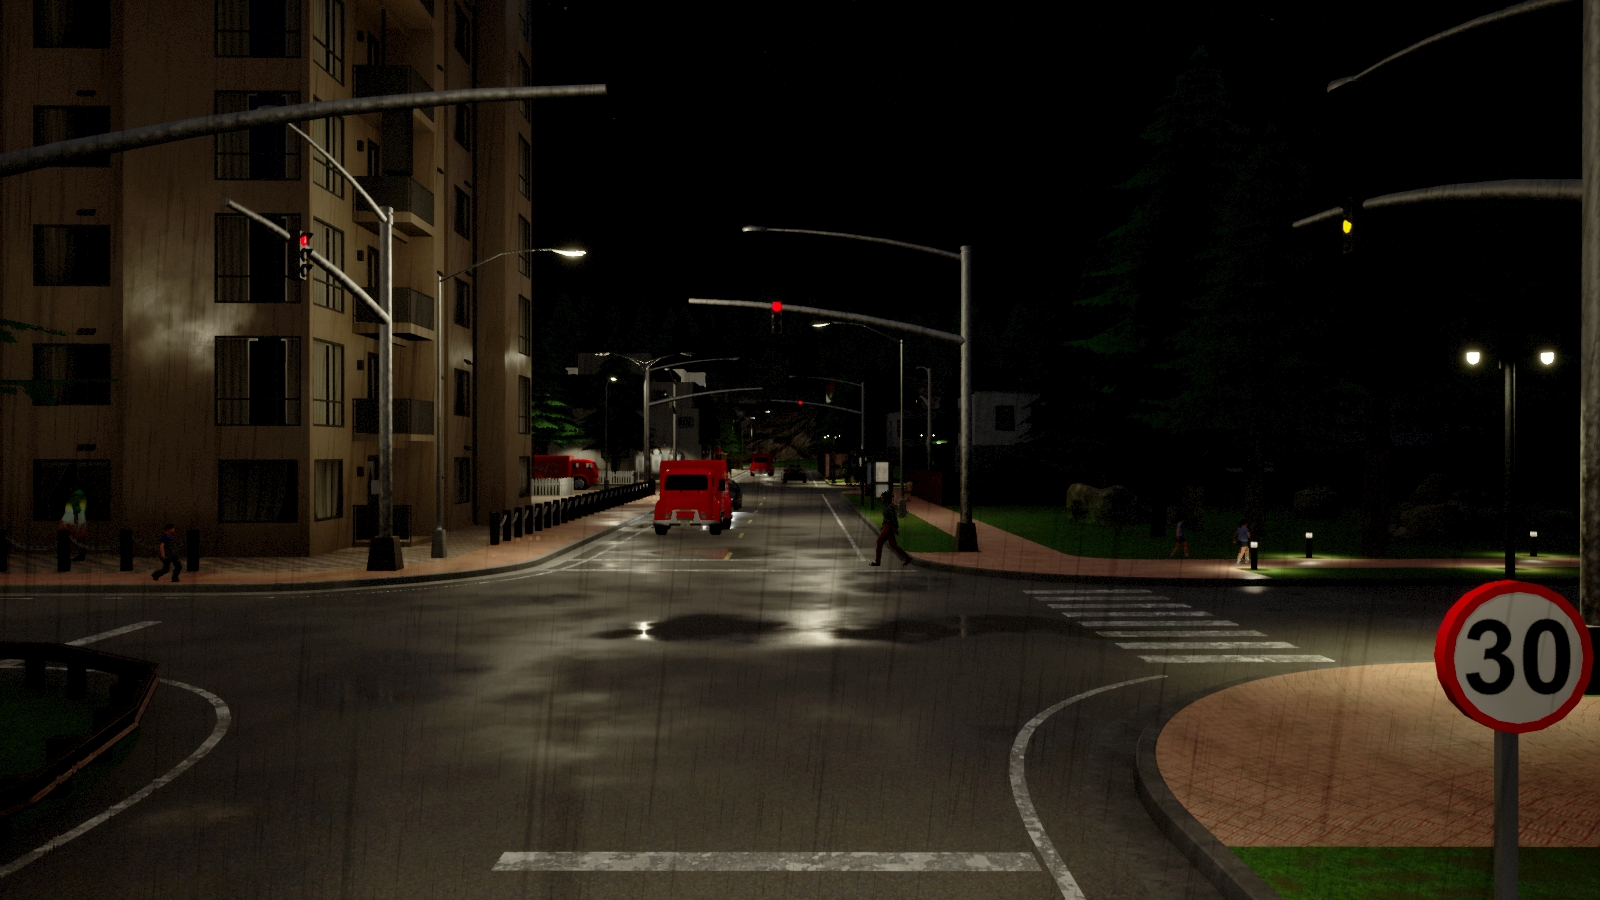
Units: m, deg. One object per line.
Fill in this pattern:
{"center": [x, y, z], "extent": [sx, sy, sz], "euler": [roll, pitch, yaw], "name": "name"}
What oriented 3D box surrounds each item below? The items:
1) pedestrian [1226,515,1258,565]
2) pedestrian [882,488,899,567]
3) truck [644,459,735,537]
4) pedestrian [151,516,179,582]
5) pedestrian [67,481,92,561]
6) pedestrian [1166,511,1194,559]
{"center": [10.045, 2.044, 25.979], "extent": [0.500, 1.100, 0.500], "euler": [0, 0, -11], "name": "pedestrian"}
{"center": [2.155, 1.829, 27.190], "extent": [0.375, 1.860, 0.375], "euler": [0, 0, 0], "name": "pedestrian"}
{"center": [-3.689, 1.548, 39.174], "extent": [2.627, 2.467, 5.204], "euler": [0, 0, 0], "name": "truck"}
{"center": [-12.699, 1.974, 22.846], "extent": [0.375, 1.300, 0.375], "euler": [0, 0, -6], "name": "pedestrian"}
{"center": [-17.095, 1.677, 27.109], "extent": [0.375, 1.860, 0.375], "euler": [0, 0, -2], "name": "pedestrian"}
{"center": [9.161, 2.044, 27.522], "extent": [0.500, 1.100, 0.500], "euler": [0, 0, -1], "name": "pedestrian"}
